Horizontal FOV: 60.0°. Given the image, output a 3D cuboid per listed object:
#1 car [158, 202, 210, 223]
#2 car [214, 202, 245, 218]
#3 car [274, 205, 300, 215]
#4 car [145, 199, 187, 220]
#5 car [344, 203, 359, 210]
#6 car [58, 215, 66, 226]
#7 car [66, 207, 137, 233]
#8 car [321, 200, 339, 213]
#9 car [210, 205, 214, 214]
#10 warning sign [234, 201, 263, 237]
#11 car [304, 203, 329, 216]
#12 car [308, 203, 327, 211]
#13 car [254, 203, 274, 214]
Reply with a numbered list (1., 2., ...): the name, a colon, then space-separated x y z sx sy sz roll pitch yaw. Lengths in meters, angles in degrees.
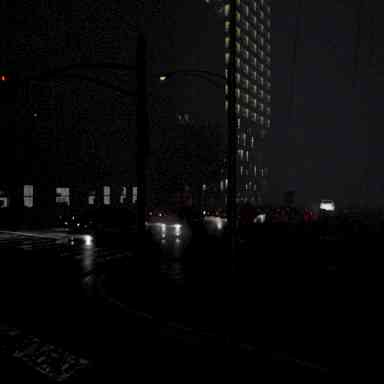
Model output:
1. car: -0.586 1.977 30.207 1.837 1.490 4.892 0 -1 33
2. car: 4.816 2.002 38.578 2.097 1.767 4.553 0 -1 33
3. car: 13.157 2.434 45.167 1.895 1.301 4.718 0 -1 33
4. car: -2.365 1.722 33.448 2.150 2.045 5.566 0 -1 33
5. car: 31.496 2.840 65.712 1.812 1.442 4.674 0 -1 33
6. car: -7.657 1.926 25.234 1.895 1.301 4.718 0 -1 33
7. car: -5.638 1.810 22.369 1.837 1.490 4.892 0 -1 33
8. car: 21.937 2.257 52.977 2.150 2.045 5.566 0 -1 33
9. car: 3.159 2.284 42.003 1.895 1.301 4.718 0 -1 33
10. warning sign: 3.153 1.456 18.532 1.300 1.860 1.060 1 1 33
11. car: 16.525 2.459 44.490 1.895 1.301 4.718 0 -1 33
12. car: 22.556 2.685 59.759 2.033 1.411 5.357 0 -1 33
13. car: 10.339 2.323 47.087 2.128 1.511 4.902 0 -1 33
